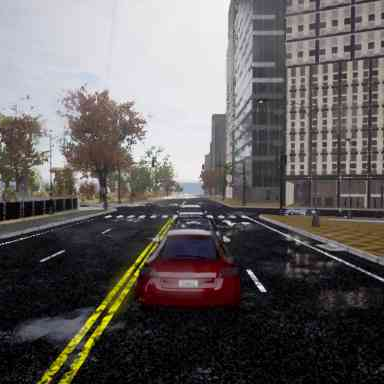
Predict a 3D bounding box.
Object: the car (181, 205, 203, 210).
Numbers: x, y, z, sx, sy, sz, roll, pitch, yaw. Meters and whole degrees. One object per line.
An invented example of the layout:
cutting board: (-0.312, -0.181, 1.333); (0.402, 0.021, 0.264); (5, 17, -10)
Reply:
car: (-0.008, 1.544, 21.283); (2.033, 1.411, 5.357); (0, 0, 0)

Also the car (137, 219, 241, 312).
car: (-0.023, 1.561, 7.795); (1.994, 1.385, 4.181); (0, 0, 1)

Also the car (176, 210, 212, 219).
car: (0.074, 1.597, 13.043); (1.895, 1.301, 4.718); (0, 0, 0)
